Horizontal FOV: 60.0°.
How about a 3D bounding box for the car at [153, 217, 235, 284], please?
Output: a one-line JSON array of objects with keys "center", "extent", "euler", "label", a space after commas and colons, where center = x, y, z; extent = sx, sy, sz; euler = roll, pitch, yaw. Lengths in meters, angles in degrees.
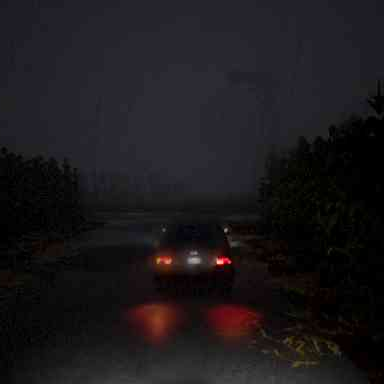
[{"center": [0.075, 1.399, 9.214], "extent": [2.033, 1.411, 5.357], "euler": [0, 1, 1], "label": "car"}]
